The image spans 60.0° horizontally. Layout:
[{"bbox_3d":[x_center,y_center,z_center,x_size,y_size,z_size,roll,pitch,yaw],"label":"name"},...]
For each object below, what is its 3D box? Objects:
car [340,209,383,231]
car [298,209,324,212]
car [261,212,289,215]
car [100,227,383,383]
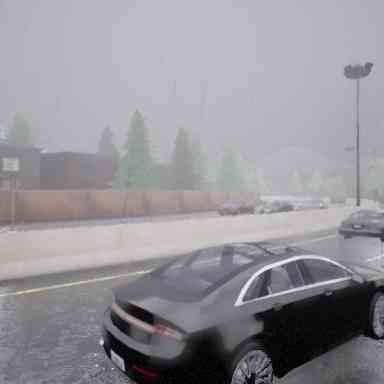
[{"bbox_3d":[9.115,1.580,16.593,2.033,1.411,5.357,0,0,44],"label":"car"},{"bbox_3d":[10.550,1.592,29.081,1.812,1.442,4.674,0,0,38],"label":"car"},{"bbox_3d":[8.243,1.571,31.827,2.128,1.511,4.902,0,0,38],"label":"car"},{"bbox_3d":[1.161,1.505,4.882,4.902,1.511,2.128,0,0,-37],"label":"car"}]
